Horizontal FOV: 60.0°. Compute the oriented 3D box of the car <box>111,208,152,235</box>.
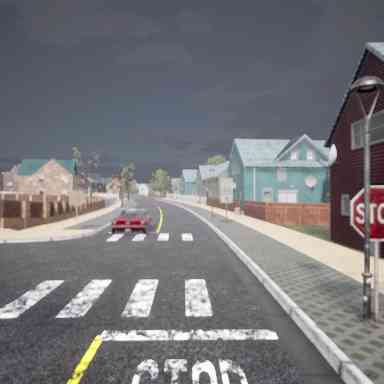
[{"bbox_3d":[-3.314,1.597,18.801,1.895,1.301,4.718,0,0,-3],"label":"car"}]
